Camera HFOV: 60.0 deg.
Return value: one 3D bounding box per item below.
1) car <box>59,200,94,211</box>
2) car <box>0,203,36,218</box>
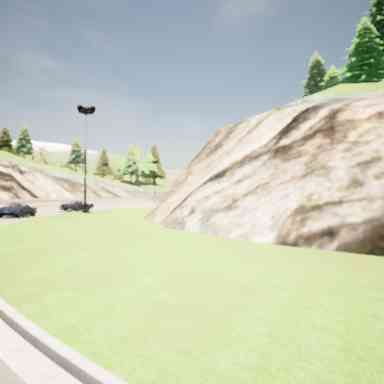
[{"bbox_3d":[-15.164,1.805,44.105,2.033,1.411,5.357,0,0,17],"label":"car"},{"bbox_3d":[-16.753,1.715,32.053,1.994,1.385,4.181,0,0,0],"label":"car"}]
